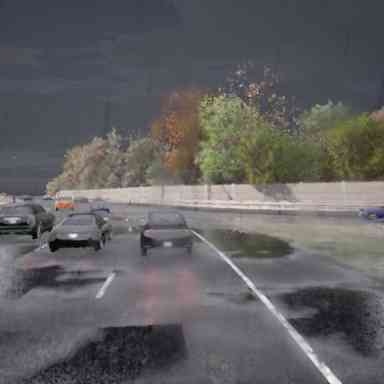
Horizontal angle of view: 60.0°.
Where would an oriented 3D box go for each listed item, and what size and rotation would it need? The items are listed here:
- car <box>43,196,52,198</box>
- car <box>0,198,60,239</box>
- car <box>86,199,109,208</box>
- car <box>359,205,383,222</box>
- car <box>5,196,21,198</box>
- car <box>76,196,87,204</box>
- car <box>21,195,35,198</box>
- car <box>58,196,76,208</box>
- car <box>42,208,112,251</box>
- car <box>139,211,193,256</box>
[{"bbox_3d":[-37.052,1.643,84.898,1.895,1.301,4.718,0,0,-36],"label":"car"},{"bbox_3d":[-8.739,1.406,17.597,2.097,1.767,4.553,0,0,-10],"label":"car"},{"bbox_3d":[-10.614,1.622,38.171,2.033,1.411,5.357,0,0,-21],"label":"car"},{"bbox_3d":[14.926,1.466,24.504,4.674,1.442,1.812,0,0,21],"label":"car"},{"bbox_3d":[-43.576,1.601,79.680,4.674,1.442,1.812,0,0,39],"label":"car"},{"bbox_3d":[-22.543,1.651,67.134,1.837,1.490,4.892,0,0,-38],"label":"car"},{"bbox_3d":[-41.263,1.567,82.306,4.892,1.490,1.837,0,0,39],"label":"car"},{"bbox_3d":[-16.988,1.462,44.071,2.097,1.767,4.553,0,0,-24],"label":"car"},{"bbox_3d":[-4.633,1.595,14.312,1.994,1.385,4.181,0,0,-7],"label":"car"},{"bbox_3d":[-1.083,1.505,13.334,2.128,1.511,4.902,0,0,-7],"label":"car"}]
